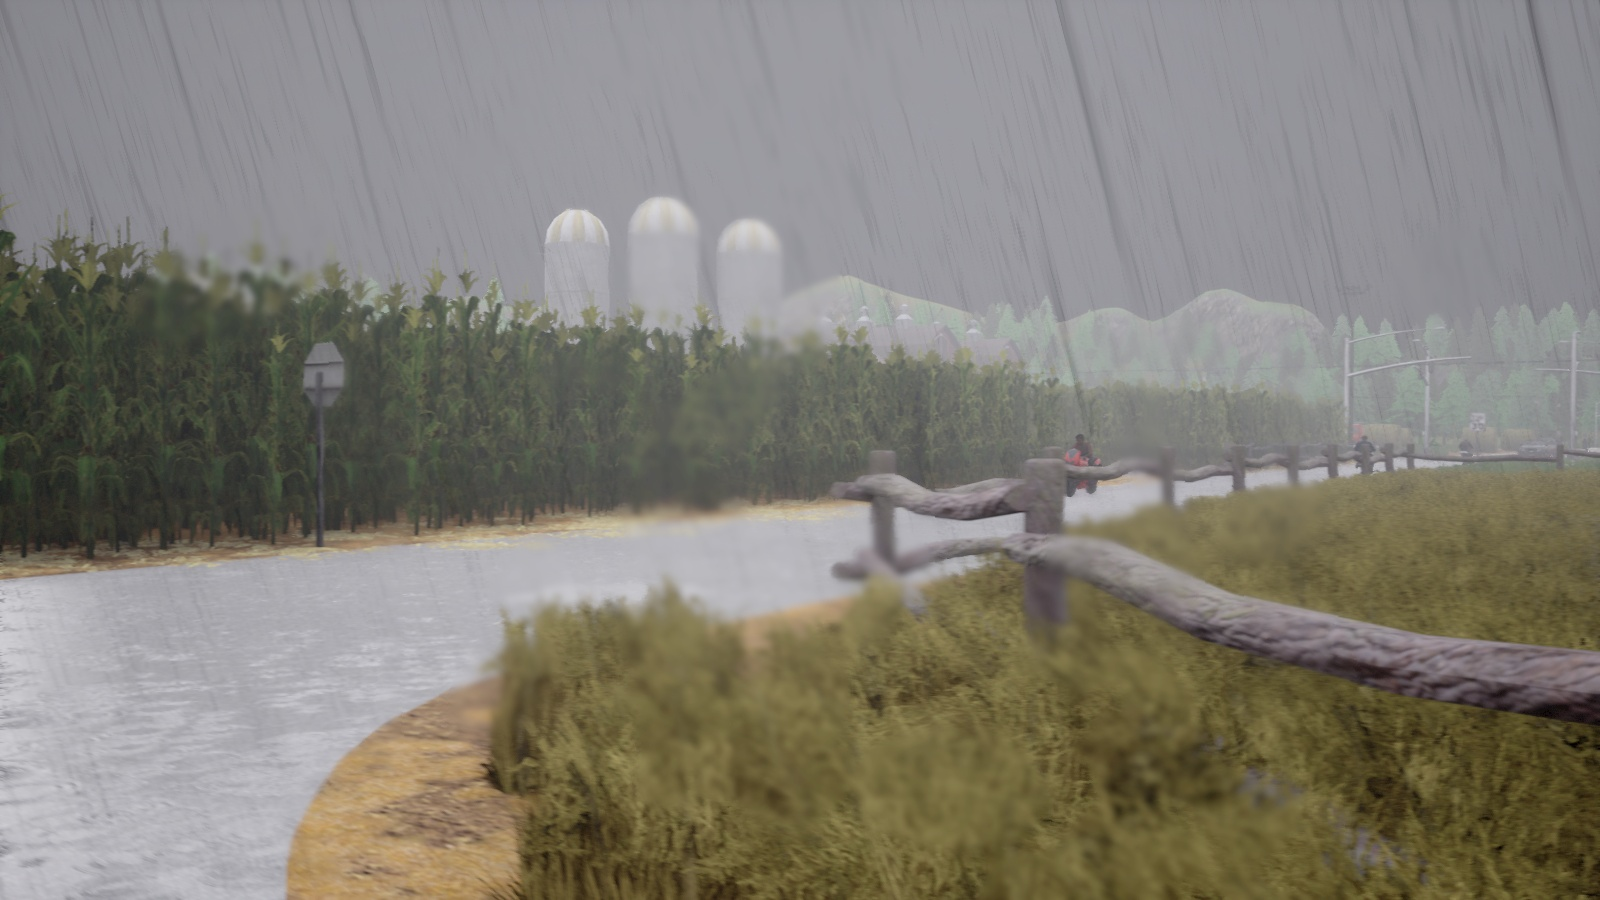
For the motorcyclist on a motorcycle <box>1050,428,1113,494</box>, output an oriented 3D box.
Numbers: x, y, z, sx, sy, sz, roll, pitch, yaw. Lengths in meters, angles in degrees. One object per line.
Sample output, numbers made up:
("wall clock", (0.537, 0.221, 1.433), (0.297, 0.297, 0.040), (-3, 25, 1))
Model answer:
("motorcyclist on a motorcycle", (6.801, 0.249, 30.245), (0.797, 1.523, 2.044), (0, 1, 34))
